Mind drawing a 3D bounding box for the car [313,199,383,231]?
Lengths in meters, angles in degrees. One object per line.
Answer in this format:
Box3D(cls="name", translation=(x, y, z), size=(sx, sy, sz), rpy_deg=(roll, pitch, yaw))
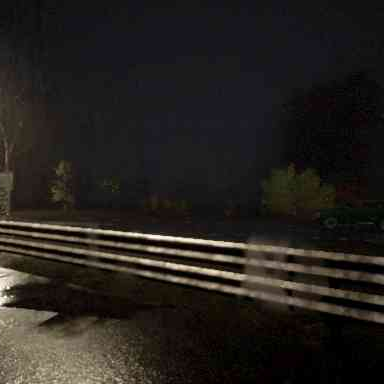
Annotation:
Box3D(cls="car", translation=(11.117, 1.522, 22.417), size=(5.566, 2.045, 2.150), rpy_deg=(0, 0, 16))
